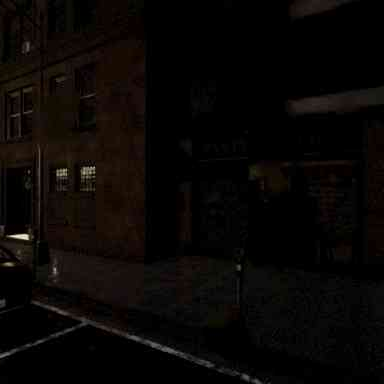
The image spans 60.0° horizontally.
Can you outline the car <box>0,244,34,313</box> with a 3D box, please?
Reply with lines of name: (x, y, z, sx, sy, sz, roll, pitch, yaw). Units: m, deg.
car: (-4.844, 1.550, 6.523, 4.403, 1.369, 2.008, 0, 0, 35)
